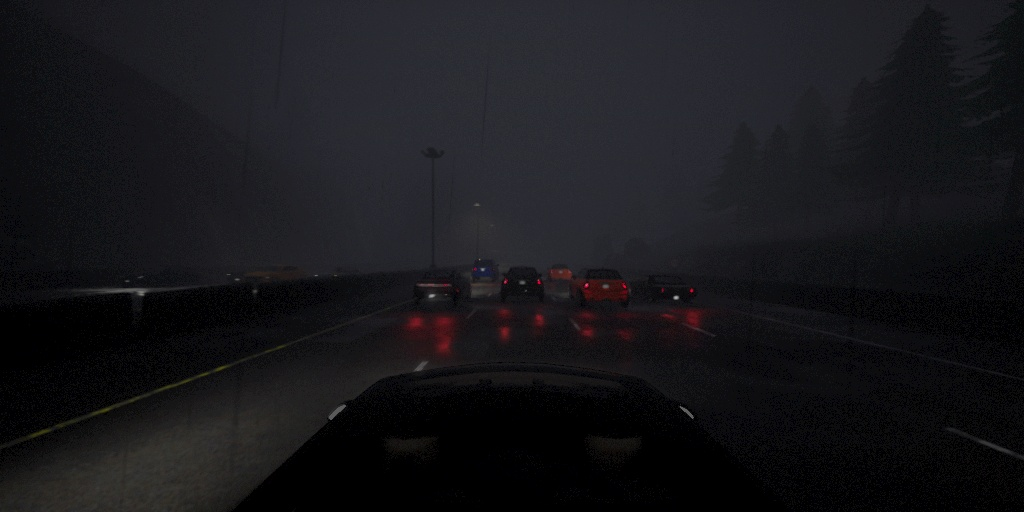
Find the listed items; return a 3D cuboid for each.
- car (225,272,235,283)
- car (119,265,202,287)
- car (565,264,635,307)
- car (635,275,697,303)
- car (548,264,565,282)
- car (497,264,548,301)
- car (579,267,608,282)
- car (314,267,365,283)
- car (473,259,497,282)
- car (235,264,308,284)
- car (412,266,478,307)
[{"bbox_3d":[-20.331,1.473,28.866,1.895,1.301,4.718,1,-1,2],"label":"car"},{"bbox_3d":[-23.975,1.315,24.749,1.812,1.442,4.674,1,-1,2],"label":"car"},{"bbox_3d":[3.993,1.318,17.096,2.097,1.767,4.553,1,-1,2],"label":"car"},{"bbox_3d":[7.533,1.617,18.497,1.895,1.301,4.718,1,-1,2],"label":"car"},{"bbox_3d":[4.519,1.528,34.897,2.097,1.767,4.553,1,-1,2],"label":"car"},{"bbox_3d":[0.547,1.307,19.016,2.097,1.767,4.553,1,-1,1],"label":"car"},{"bbox_3d":[8.045,1.820,35.716,1.895,1.301,4.718,1,-1,2],"label":"car"},{"bbox_3d":[-13.356,1.529,28.038,1.895,1.301,4.718,1,-1,2],"label":"car"},{"bbox_3d":[-2.501,1.327,34.200,2.150,2.045,5.566,1,0,2],"label":"car"},{"bbox_3d":[-16.931,1.347,25.935,1.882,1.535,5.008,1,-1,2],"label":"car"},{"bbox_3d":[-3.035,1.381,16.330,2.128,1.511,4.902,1,-1,2],"label":"car"}]
